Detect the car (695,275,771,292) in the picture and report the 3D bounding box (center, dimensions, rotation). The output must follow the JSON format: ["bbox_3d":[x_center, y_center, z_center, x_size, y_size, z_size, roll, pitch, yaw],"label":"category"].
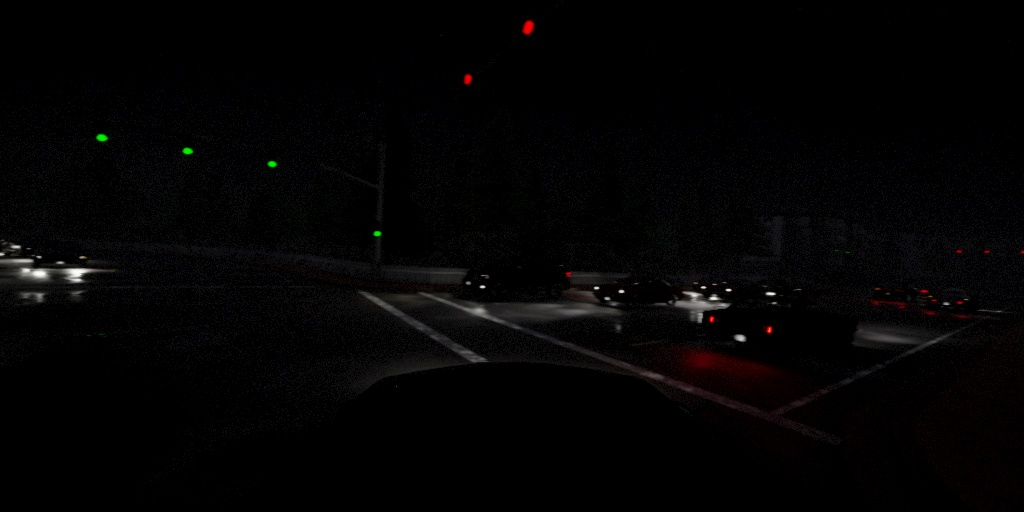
[{"bbox_3d":[13.757,2.098,22.235,4.718,1.301,1.895,3,0,-33],"label":"car"}]

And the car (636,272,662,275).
[{"bbox_3d":[8.520,1.733,22.962,4.674,1.442,1.812,3,0,-34],"label":"car"}]

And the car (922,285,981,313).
[{"bbox_3d":[29.271,2.874,23.819,4.674,1.442,1.812,3,0,-33],"label":"car"}]

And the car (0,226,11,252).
[{"bbox_3d":[-43.300,-1.489,28.289,5.566,2.045,2.150,3,0,10],"label":"car"}]

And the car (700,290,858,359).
[{"bbox_3d":[7.367,1.769,9.690,4.718,1.301,1.895,3,0,-31],"label":"car"}]

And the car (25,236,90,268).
[{"bbox_3d":[-25.312,-0.158,20.132,5.357,1.411,2.033,3,0,38],"label":"car"}]

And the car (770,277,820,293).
[{"bbox_3d":[22.079,2.471,27.689,4.674,1.442,1.812,3,0,-33],"label":"car"}]

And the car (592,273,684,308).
[{"bbox_3d":[6.105,1.686,17.205,4.718,1.301,1.895,3,0,-33],"label":"car"}]

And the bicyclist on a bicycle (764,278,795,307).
[{"bbox_3d":[14.063,1.973,18.751,1.656,1.620,0.582,3,0,5],"label":"bicyclist on a bicycle"}]

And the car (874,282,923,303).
[{"bbox_3d":[32.066,2.969,29.903,5.008,1.535,1.882,3,0,-33],"label":"car"}]

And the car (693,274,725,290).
[{"bbox_3d":[16.114,2.142,27.956,4.674,1.442,1.812,3,0,-33],"label":"car"}]

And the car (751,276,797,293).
[{"bbox_3d":[24.462,2.630,33.428,4.181,1.385,1.994,3,0,-33],"label":"car"}]

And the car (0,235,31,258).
[{"bbox_3d":[-33.472,-0.659,25.111,4.892,1.490,1.837,3,0,24],"label":"car"}]

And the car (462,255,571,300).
[{"bbox_3d":[0.367,0.989,17.626,5.566,2.045,2.150,3,0,-33],"label":"car"}]
